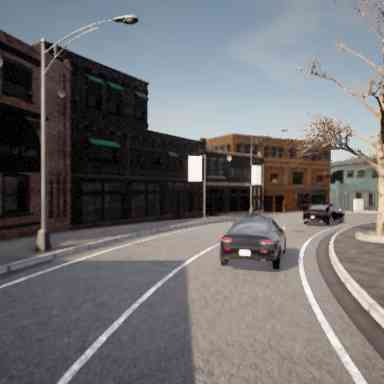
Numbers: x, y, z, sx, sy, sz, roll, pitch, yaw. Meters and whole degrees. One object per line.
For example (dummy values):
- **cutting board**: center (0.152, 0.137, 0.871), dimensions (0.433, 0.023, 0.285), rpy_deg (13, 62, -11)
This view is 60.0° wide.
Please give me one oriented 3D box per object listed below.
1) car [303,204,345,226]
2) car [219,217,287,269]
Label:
- **car**: center (10.256, 1.681, 25.731), dimensions (1.882, 1.535, 5.008), rpy_deg (1, 0, 40)
- **car**: center (2.205, 1.578, 11.499), dimensions (1.812, 1.442, 4.674), rpy_deg (1, -1, 18)
